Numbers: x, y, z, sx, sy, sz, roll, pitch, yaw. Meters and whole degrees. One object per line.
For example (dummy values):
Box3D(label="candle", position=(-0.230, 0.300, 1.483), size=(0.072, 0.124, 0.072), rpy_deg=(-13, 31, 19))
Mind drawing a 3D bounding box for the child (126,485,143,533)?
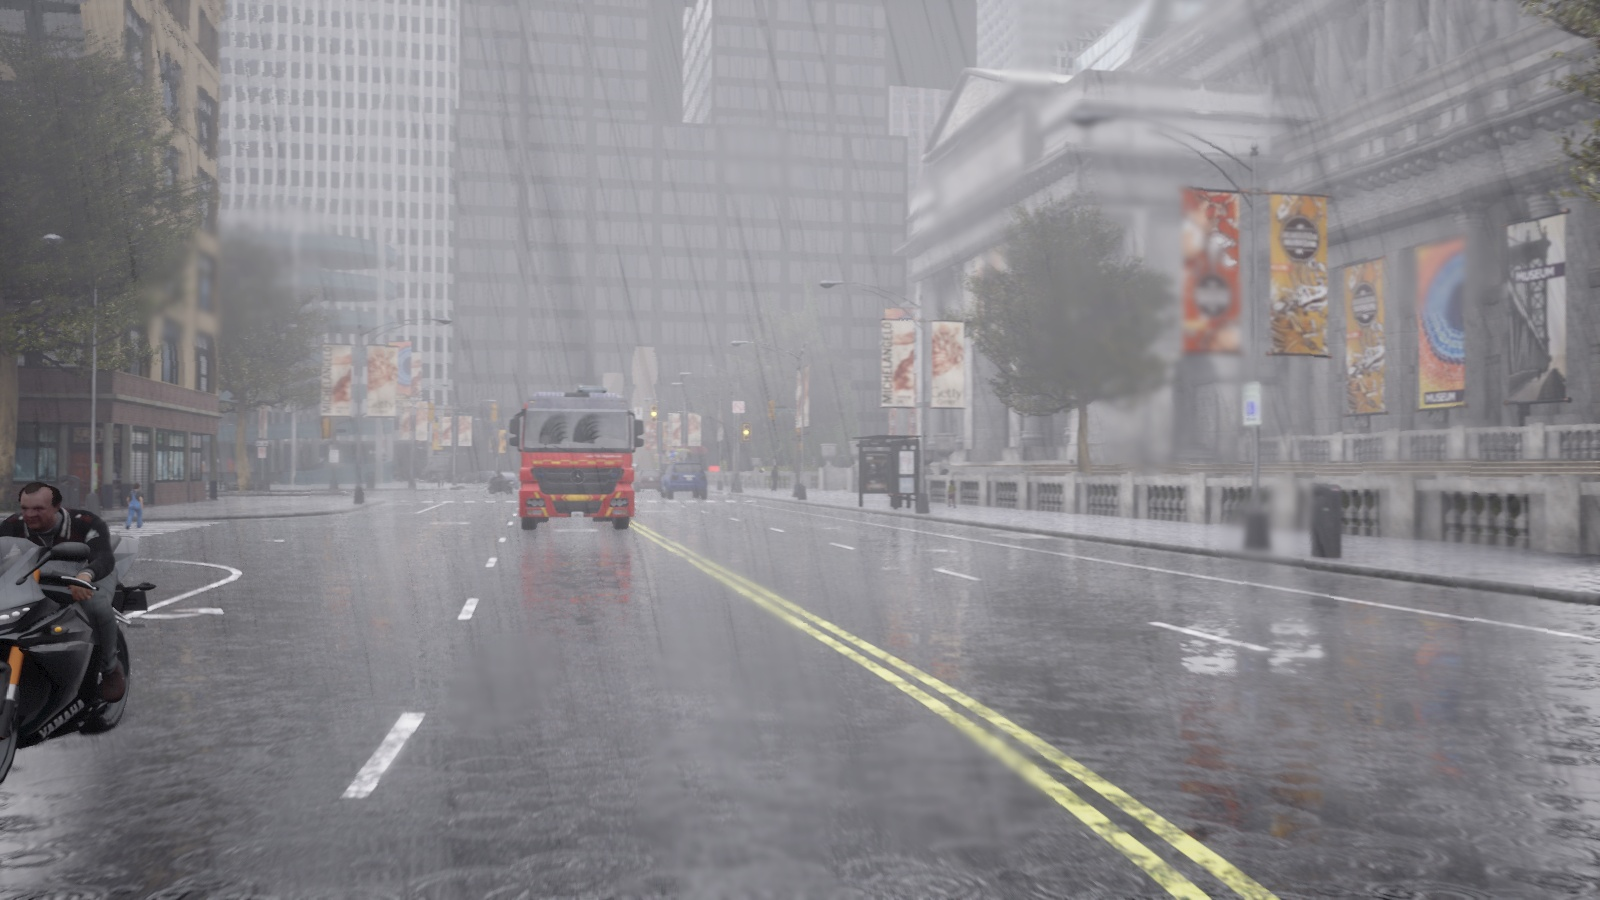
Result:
Box3D(label="child", position=(-17.464, 1.540, 32.948), size=(0.270, 1.263, 0.437), rpy_deg=(0, -1, -8))

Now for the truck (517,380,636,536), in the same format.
Box3D(label="truck", position=(-6.388, 0.271, 35.185), size=(2.891, 3.827, 8.468), rpy_deg=(0, -1, -12))

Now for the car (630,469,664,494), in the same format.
Box3D(label="car", position=(-11.252, 2.271, 92.053), size=(2.097, 1.767, 4.553), rpy_deg=(0, -1, -12))

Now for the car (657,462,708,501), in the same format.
Box3D(label="car", position=(-6.607, 1.741, 70.079), size=(2.150, 2.045, 5.566), rpy_deg=(0, -1, -12))

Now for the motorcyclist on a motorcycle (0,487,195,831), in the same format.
Box3D(label="motorcyclist on a motorcycle", position=(-4.045, 0.983, 6.745), size=(0.866, 1.530, 2.191), rpy_deg=(0, -1, -10))

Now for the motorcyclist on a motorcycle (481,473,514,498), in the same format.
Box3D(label="motorcyclist on a motorcycle", position=(-18.983, 2.210, 78.827), size=(2.044, 1.523, 0.797), rpy_deg=(-1, 0, 30))
